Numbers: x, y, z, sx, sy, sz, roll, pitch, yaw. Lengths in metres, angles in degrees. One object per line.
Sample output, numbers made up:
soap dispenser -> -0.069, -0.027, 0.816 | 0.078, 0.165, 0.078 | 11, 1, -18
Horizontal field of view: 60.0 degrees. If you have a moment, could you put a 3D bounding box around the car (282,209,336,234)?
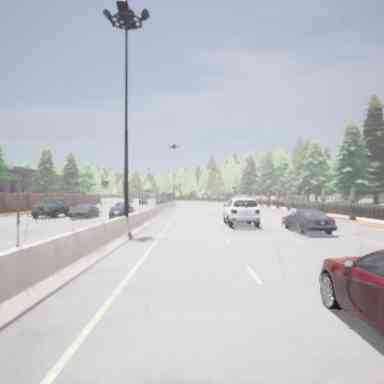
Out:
car -> 7.085, 1.761, 20.553 | 2.033, 1.411, 5.357 | 0, -1, 0

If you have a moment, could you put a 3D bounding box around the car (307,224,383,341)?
car -> 3.580, 1.530, 4.963 | 1.882, 1.535, 5.008 | 0, 0, 0

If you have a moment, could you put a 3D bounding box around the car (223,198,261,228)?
car -> 3.594, 1.476, 24.606 | 2.150, 2.045, 5.566 | 0, -1, 0
